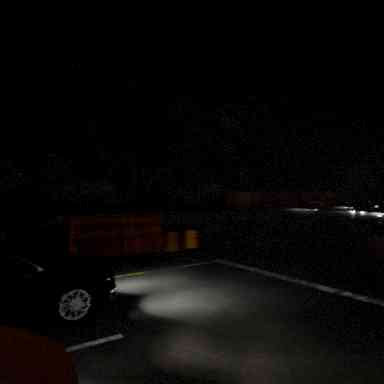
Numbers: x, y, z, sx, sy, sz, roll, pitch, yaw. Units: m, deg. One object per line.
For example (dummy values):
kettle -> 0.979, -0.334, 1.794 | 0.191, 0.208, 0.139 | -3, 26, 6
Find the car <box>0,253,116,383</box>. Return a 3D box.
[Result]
car -> -3.104, 1.467, 1.543 | 5.008, 1.535, 1.882 | 1, 0, -35

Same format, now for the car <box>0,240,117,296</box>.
car -> -3.674, 1.507, 5.434 | 4.892, 1.490, 1.837 | 0, 0, -35

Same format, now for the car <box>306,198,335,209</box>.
car -> 18.173, 1.571, 47.002 | 5.008, 1.535, 1.882 | 0, 0, -35

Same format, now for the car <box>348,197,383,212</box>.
car -> 21.602, 1.655, 40.867 | 4.181, 1.385, 1.994 | 0, 0, -35

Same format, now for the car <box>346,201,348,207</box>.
car -> 26.398, 1.617, 52.803 | 4.892, 1.490, 1.837 | 0, 0, -36

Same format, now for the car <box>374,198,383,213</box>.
car -> 22.817, 1.653, 37.451 | 4.181, 1.385, 1.994 | 0, 0, -35
